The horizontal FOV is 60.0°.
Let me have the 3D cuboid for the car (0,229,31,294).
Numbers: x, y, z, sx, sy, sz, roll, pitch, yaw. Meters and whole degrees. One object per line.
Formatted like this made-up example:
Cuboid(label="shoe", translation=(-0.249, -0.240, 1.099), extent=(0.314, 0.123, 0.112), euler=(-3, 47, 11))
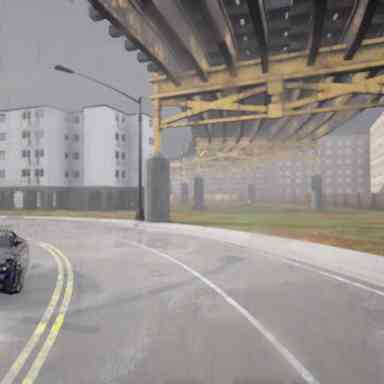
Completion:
Cuboid(label="car", translation=(-5.340, 1.657, 8.497), extent=(1.994, 1.385, 4.181), euler=(0, -1, -21))
